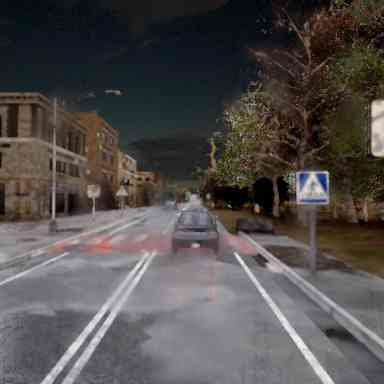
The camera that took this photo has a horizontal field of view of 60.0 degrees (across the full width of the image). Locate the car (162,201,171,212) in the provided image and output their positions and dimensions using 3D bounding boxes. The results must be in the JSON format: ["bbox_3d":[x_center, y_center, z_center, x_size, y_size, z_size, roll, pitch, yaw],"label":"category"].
[{"bbox_3d":[-3.046,2.003,47.088,1.812,1.442,4.674,0,-1,1],"label":"car"}]

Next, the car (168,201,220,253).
[{"bbox_3d":[0.146,1.484,14.388,2.128,1.511,4.902,0,6,0],"label":"car"}]
